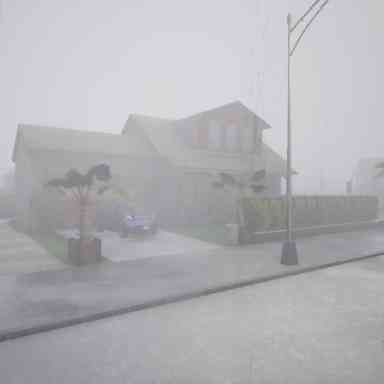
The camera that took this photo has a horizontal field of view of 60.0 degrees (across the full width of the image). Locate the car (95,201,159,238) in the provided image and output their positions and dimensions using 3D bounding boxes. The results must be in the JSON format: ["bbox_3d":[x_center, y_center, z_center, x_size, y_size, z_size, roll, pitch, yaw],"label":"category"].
[{"bbox_3d":[-3.022,1.174,15.291,1.845,1.501,3.633,0,0,-38],"label":"car"}]
